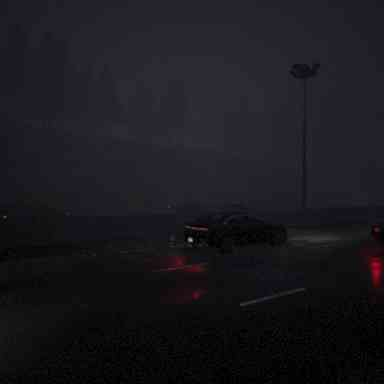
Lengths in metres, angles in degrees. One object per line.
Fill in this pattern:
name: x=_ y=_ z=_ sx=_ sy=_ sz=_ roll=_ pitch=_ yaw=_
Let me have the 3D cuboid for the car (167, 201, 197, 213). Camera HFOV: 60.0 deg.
car: x=-0.189 y=1.563 z=34.025 sx=4.718 sy=1.301 sz=1.895 roll=1 pitch=0 yaw=-37

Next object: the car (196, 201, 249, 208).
car: x=3.088 y=1.664 z=27.755 sx=4.892 sy=1.490 sz=1.837 roll=1 pitch=-1 yaw=-36

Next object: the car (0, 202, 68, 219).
car: x=-10.502 y=1.593 z=22.304 sx=4.181 sy=1.385 sz=1.994 roll=1 pitch=0 yaw=-36

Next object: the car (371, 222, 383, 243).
car: x=10.410 y=1.753 z=15.604 sx=4.718 sy=1.301 sz=1.895 roll=1 pitch=0 yaw=-37

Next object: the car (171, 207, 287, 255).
car: x=1.900 y=1.572 z=13.737 sx=4.902 sy=1.511 sz=2.128 roll=1 pitch=0 yaw=-36
